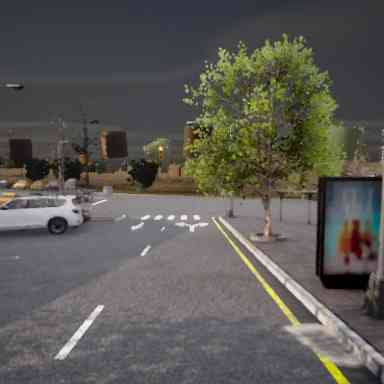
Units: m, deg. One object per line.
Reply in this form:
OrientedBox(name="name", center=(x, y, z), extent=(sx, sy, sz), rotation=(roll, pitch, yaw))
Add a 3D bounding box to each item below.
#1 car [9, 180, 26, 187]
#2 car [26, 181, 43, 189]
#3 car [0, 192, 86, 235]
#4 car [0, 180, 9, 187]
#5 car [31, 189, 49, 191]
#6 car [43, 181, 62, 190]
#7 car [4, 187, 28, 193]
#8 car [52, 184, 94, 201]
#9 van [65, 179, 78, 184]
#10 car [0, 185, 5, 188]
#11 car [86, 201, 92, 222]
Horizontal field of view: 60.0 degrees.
OrientedBox(name="car", center=(-29.141, -1.260, 57.130), extent=(1.946, 1.575, 5.366), rotation=(1, 5, -13))
OrientedBox(name="car", center=(-26.291, -1.170, 57.145), extent=(1.946, 1.575, 5.366), rotation=(0, 5, -13))
OrientedBox(name="car", center=(-8.777, 1.233, 17.768), extent=(5.566, 2.045, 2.435), rotation=(-1, 0, -19))
OrientedBox(name="car", center=(-32.126, -1.355, 57.669), extent=(2.002, 1.452, 4.674), rotation=(1, 5, -13))
OrientedBox(name="car", center=(-17.818, 0.955, 37.576), extent=(2.163, 1.488, 4.792), rotation=(0, 6, -15))
OrientedBox(name="car", center=(-23.297, -1.154, 56.596), extent=(2.185, 1.767, 4.553), rotation=(0, 5, -13))
OrientedBox(name="car", center=(-20.805, 0.765, 38.218), extent=(1.946, 1.575, 5.366), rotation=(0, 6, -14))
OrientedBox(name="car", center=(-14.773, 0.380, 42.193), extent=(4.553, 1.767, 2.097), rotation=(2, 5, 6))
OrientedBox(name="van", center=(-20.328, -1.128, 56.201), extent=(1.878, 1.987, 4.442), rotation=(1, 5, -14))
OrientedBox(name="car", center=(-23.752, 0.549, 38.304), extent=(2.185, 1.767, 4.553), rotation=(0, 6, -14))
OrientedBox(name="car", center=(-8.721, 1.524, 20.801), extent=(4.674, 1.452, 2.002), rotation=(-1, 0, -19))
